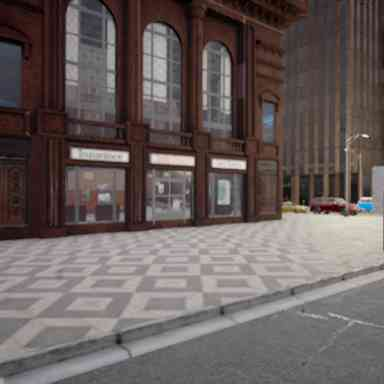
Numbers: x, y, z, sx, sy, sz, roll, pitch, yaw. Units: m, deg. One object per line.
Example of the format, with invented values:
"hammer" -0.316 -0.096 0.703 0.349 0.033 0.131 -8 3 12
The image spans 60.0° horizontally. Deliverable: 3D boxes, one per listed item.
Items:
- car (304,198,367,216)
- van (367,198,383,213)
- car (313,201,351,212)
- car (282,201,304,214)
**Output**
"car" 14.520 1.492 34.020 2.192 1.841 5.009 -1 0 -35
"van" 21.476 1.551 38.949 1.690 1.788 3.998 -1 0 -35
"car" 18.232 1.859 43.540 1.802 1.307 4.206 -1 0 -35
"car" 11.374 1.768 38.473 1.752 1.417 4.829 -1 0 -35
